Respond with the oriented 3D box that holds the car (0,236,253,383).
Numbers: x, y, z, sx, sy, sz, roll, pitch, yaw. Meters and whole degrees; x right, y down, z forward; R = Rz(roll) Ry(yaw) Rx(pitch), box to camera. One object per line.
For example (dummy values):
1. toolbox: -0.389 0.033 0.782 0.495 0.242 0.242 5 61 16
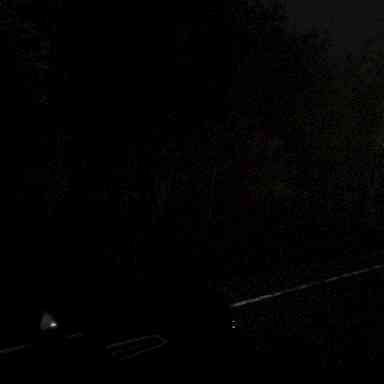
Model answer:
1. car: -2.093 1.221 2.253 5.566 2.045 2.150 0 0 -35
